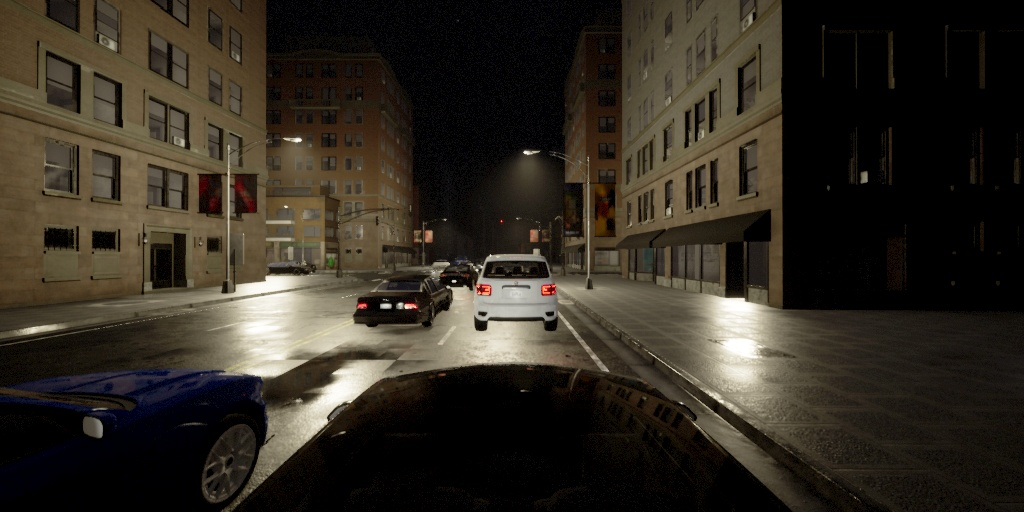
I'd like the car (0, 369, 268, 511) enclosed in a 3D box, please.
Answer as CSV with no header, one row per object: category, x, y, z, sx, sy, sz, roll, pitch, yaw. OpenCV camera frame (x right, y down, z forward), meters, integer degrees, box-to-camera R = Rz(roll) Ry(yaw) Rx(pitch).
car,-3.151,1.228,1.250,1.882,1.535,5.008,0,0,0

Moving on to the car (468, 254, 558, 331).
car,0.100,0.971,11.090,2.150,2.045,5.566,0,0,0

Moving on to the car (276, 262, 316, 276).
car,-23.141,1.288,36.638,5.357,1.411,2.033,0,0,0

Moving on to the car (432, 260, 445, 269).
car,-9.847,1.270,49.974,1.812,1.442,4.674,0,0,0

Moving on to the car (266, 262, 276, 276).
car,-25.416,1.169,34.109,4.097,1.591,1.967,0,0,0

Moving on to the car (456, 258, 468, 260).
car,-6.508,1.345,49.625,1.895,1.301,4.718,0,0,-3

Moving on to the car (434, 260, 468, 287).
car,-3.150,1.227,22.012,1.882,1.535,5.008,0,0,0

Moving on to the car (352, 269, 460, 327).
car,-3.153,1.297,11.442,2.033,1.411,5.357,0,0,0
